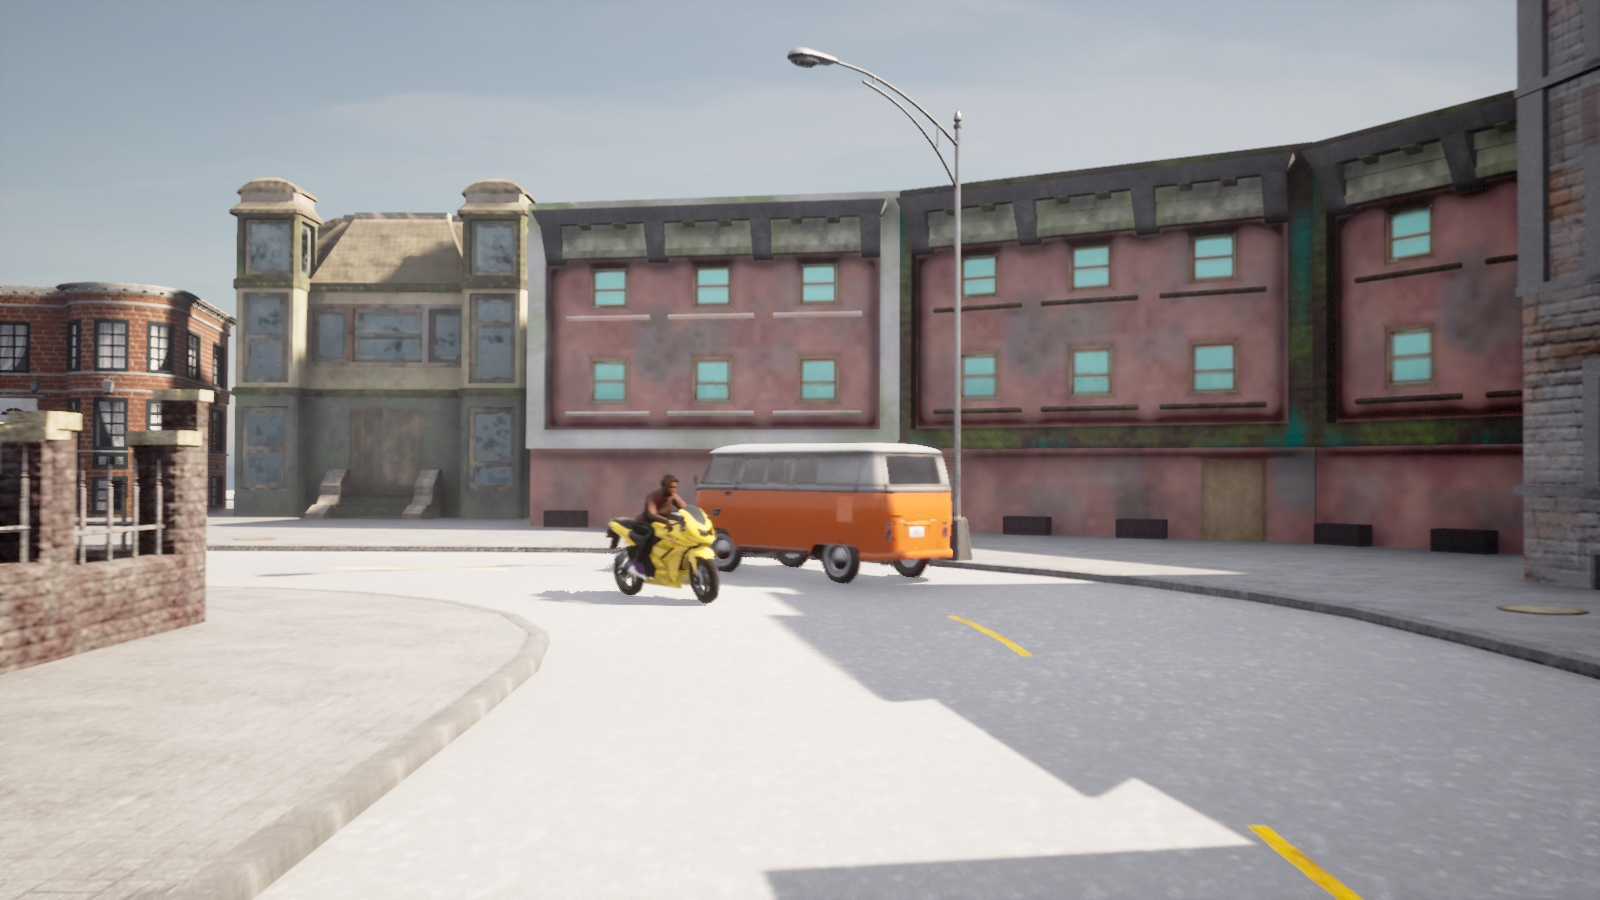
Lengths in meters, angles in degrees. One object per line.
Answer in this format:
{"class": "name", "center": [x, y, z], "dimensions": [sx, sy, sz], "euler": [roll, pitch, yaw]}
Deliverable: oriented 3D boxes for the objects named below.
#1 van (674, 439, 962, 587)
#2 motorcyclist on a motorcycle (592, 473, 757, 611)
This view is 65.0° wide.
{"class": "van", "center": [0.161, 0.888, 19.092], "dimensions": [1.775, 1.987, 4.442], "euler": [1, -2, -44]}
{"class": "motorcyclist on a motorcycle", "center": [-1.543, 1.058, 15.165], "dimensions": [2.044, 1.523, 0.797], "euler": [-1, 1, 45]}
